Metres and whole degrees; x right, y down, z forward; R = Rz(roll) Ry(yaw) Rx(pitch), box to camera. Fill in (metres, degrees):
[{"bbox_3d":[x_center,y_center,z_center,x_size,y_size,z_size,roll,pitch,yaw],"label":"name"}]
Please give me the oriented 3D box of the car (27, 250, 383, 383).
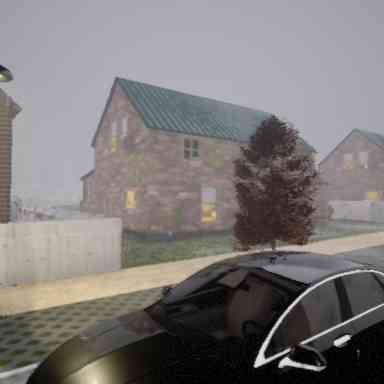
[{"bbox_3d":[0.851,1.505,3.641,4.892,1.490,1.837,0,0,-35],"label":"car"}]
